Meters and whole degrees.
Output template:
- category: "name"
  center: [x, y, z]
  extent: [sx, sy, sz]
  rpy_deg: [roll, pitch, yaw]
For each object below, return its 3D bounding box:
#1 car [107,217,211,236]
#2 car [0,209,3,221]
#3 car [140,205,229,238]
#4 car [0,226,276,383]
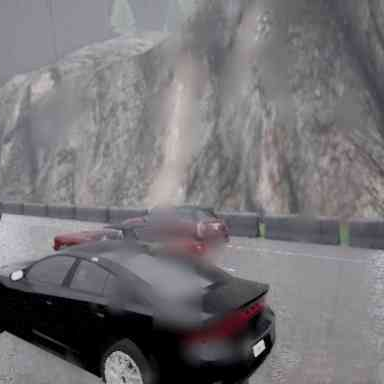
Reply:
- category: "car"
  center: [-2.027, 1.565, 9.734]
  extent: [4.718, 1.301, 1.895]
  rpy_deg: [0, 0, 35]
- category: "car"
  center: [-15.124, 1.348, 23.369]
  extent: [4.181, 1.385, 1.994]
  rpy_deg: [1, 1, 35]
- category: "car"
  center: [-0.876, 1.309, 13.212]
  extent: [4.553, 1.767, 2.097]
  rpy_deg: [0, 0, 35]
- category: "car"
  center: [-1.312, 1.462, 4.926]
  extent: [5.008, 1.535, 1.882]
  rpy_deg: [0, 0, 35]
